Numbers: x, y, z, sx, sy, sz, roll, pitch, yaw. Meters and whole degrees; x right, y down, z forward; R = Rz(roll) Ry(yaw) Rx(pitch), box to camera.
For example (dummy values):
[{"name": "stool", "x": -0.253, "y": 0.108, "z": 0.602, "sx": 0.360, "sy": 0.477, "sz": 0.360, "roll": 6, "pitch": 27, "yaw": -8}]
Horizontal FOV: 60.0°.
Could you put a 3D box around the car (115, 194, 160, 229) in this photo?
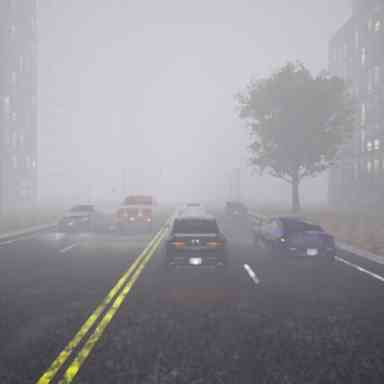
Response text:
[{"name": "car", "x": -3.345, "y": 1.167, "z": 21.400, "sx": 2.150, "sy": 2.045, "sz": 5.566, "roll": 0, "pitch": 0, "yaw": 0}]

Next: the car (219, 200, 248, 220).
[{"name": "car", "x": 3.354, "y": 1.402, "z": 27.425, "sx": 1.882, "sy": 1.535, "sz": 5.008, "roll": 0, "pitch": 0, "yaw": 0}]

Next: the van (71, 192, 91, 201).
[{"name": "van", "x": -22.630, "y": 0.979, "z": 67.395, "sx": 3.998, "sy": 1.788, "sz": 1.690, "roll": 0, "pitch": 0, "yaw": 1}]

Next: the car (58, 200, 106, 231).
[{"name": "car", "x": -6.595, "y": 1.472, "z": 20.467, "sx": 1.812, "sy": 1.442, "sz": 4.674, "roll": 0, "pitch": 0, "yaw": 0}]

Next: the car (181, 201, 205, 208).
[{"name": "car", "x": 0.104, "y": 1.451, "z": 26.954, "sx": 1.812, "sy": 1.442, "sz": 4.674, "roll": 0, "pitch": 0, "yaw": 0}]

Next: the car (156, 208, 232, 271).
[{"name": "car", "x": 0.097, "y": 1.478, "z": 10.746, "sx": 1.837, "sy": 1.490, "sz": 4.892, "roll": 0, "pitch": 0, "yaw": 0}]

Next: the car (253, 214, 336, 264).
[{"name": "car", "x": 3.350, "y": 1.497, "z": 11.559, "sx": 1.812, "sy": 1.442, "sz": 4.674, "roll": 0, "pitch": 0, "yaw": 0}]

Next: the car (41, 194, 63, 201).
[{"name": "car", "x": -28.169, "y": 1.157, "z": 67.444, "sx": 4.507, "sy": 1.381, "sz": 1.887, "roll": 0, "pitch": 0, "yaw": 1}]
